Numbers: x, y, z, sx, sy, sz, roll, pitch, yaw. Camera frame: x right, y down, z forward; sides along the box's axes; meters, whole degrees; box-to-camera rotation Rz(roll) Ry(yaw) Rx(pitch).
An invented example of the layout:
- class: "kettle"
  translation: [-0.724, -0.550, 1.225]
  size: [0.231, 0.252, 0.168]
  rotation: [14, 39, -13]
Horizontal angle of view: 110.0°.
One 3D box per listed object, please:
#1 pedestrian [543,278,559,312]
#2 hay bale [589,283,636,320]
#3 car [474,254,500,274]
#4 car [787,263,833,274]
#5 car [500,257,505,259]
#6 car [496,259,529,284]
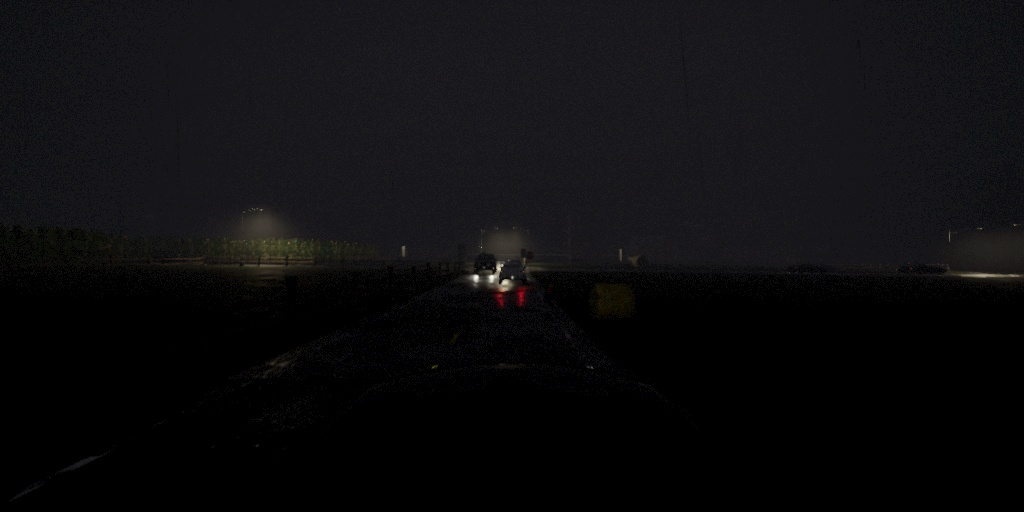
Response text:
- class: "pedestrian"
  translation: [1.358, 0.988, 12.501]
  size: [0.375, 1.860, 0.375]
  rotation: [-1, 1, 3]
- class: "hay bale"
  translation: [3.125, 1.356, 11.308]
  size: [1.220, 1.180, 1.240]
  rotation: [0, 0, 0]
- class: "car"
  translation: [-2.752, 0.772, 38.069]
  size: [2.150, 2.045, 5.566]
  rotation: [0, 0, 0]
- class: "car"
  translation: [39.461, 1.660, 47.949]
  size: [4.674, 1.442, 1.812]
  rotation: [1, 1, 1]
- class: "car"
  translation: [0.181, 1.117, 37.292]
  size: [2.033, 1.411, 5.357]
  rotation: [0, 0, 4]
- class: "car"
  translation: [0.050, 1.156, 25.304]
  size: [1.812, 1.442, 4.674]
  rotation: [0, 0, 1]
